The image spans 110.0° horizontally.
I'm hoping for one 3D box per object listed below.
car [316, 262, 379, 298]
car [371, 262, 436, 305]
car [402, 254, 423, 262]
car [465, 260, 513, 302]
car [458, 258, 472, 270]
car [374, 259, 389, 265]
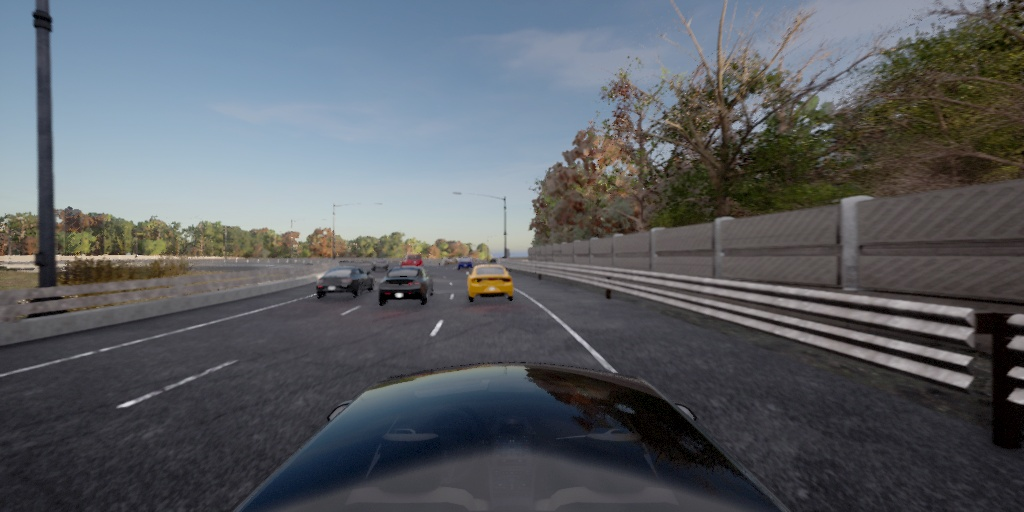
[{"bbox_3d":[-8.394,1.253,18.329,1.812,1.442,4.674,-1,0,-8],"label":"car"},{"bbox_3d":[-4.511,1.208,15.786,1.837,1.490,4.892,0,0,-7],"label":"car"},{"bbox_3d":[-12.332,0.817,44.376,2.150,2.045,5.566,-1,1,-22],"label":"car"},{"bbox_3d":[-1.109,1.138,16.717,1.882,1.535,5.008,-1,0,-8],"label":"car"},{"bbox_3d":[-6.028,0.986,47.065,1.882,1.535,5.008,-1,1,-5],"label":"car"},{"bbox_3d":[-16.881,1.125,45.953,2.128,1.511,4.902,-1,1,-24],"label":"car"}]
